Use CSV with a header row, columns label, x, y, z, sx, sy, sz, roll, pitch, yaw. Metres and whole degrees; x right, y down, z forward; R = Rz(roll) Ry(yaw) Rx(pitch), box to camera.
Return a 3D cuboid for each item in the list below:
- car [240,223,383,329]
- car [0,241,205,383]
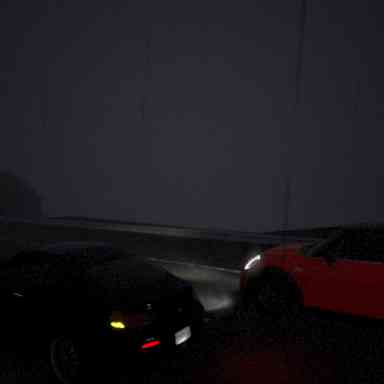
label,x,y,z,sx,sy,sz,roll,pitch,yaw
car,3.152,1.341,5.905,4.553,1.767,2.097,0,0,35
car,-2.007,1.522,5.225,4.674,1.442,1.812,0,0,34
